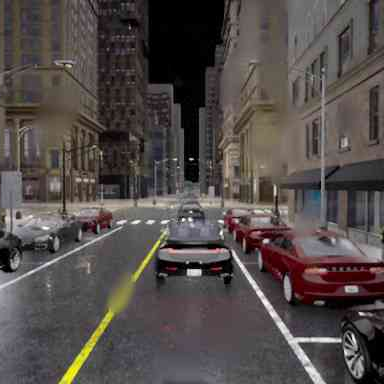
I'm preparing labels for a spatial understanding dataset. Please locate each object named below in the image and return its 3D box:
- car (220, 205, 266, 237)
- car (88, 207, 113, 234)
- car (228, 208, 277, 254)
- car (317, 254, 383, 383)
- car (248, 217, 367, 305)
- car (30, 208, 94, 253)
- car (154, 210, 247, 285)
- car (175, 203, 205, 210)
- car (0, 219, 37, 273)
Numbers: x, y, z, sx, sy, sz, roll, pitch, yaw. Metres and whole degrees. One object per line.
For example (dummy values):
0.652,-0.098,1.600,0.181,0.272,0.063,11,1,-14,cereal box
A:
2.757,1.549,18.987,1.887,1.381,4.507,-1,0,0,car
-5.768,1.549,18.988,1.887,1.381,4.507,-1,0,0,car
2.757,1.548,13.481,1.887,1.381,4.507,-1,0,0,car
2.755,1.566,2.471,1.947,1.339,4.313,-1,0,0,car
2.756,1.546,7.976,1.887,1.381,4.507,-1,0,0,car
-5.768,1.554,13.483,2.008,1.369,4.403,-1,0,0,car
0.062,1.494,9.494,2.128,1.511,4.902,0,0,0,car
-0.104,1.510,23.381,1.837,1.490,4.892,0,0,-2,car
-5.769,1.567,7.978,1.947,1.339,4.313,-1,0,0,car
